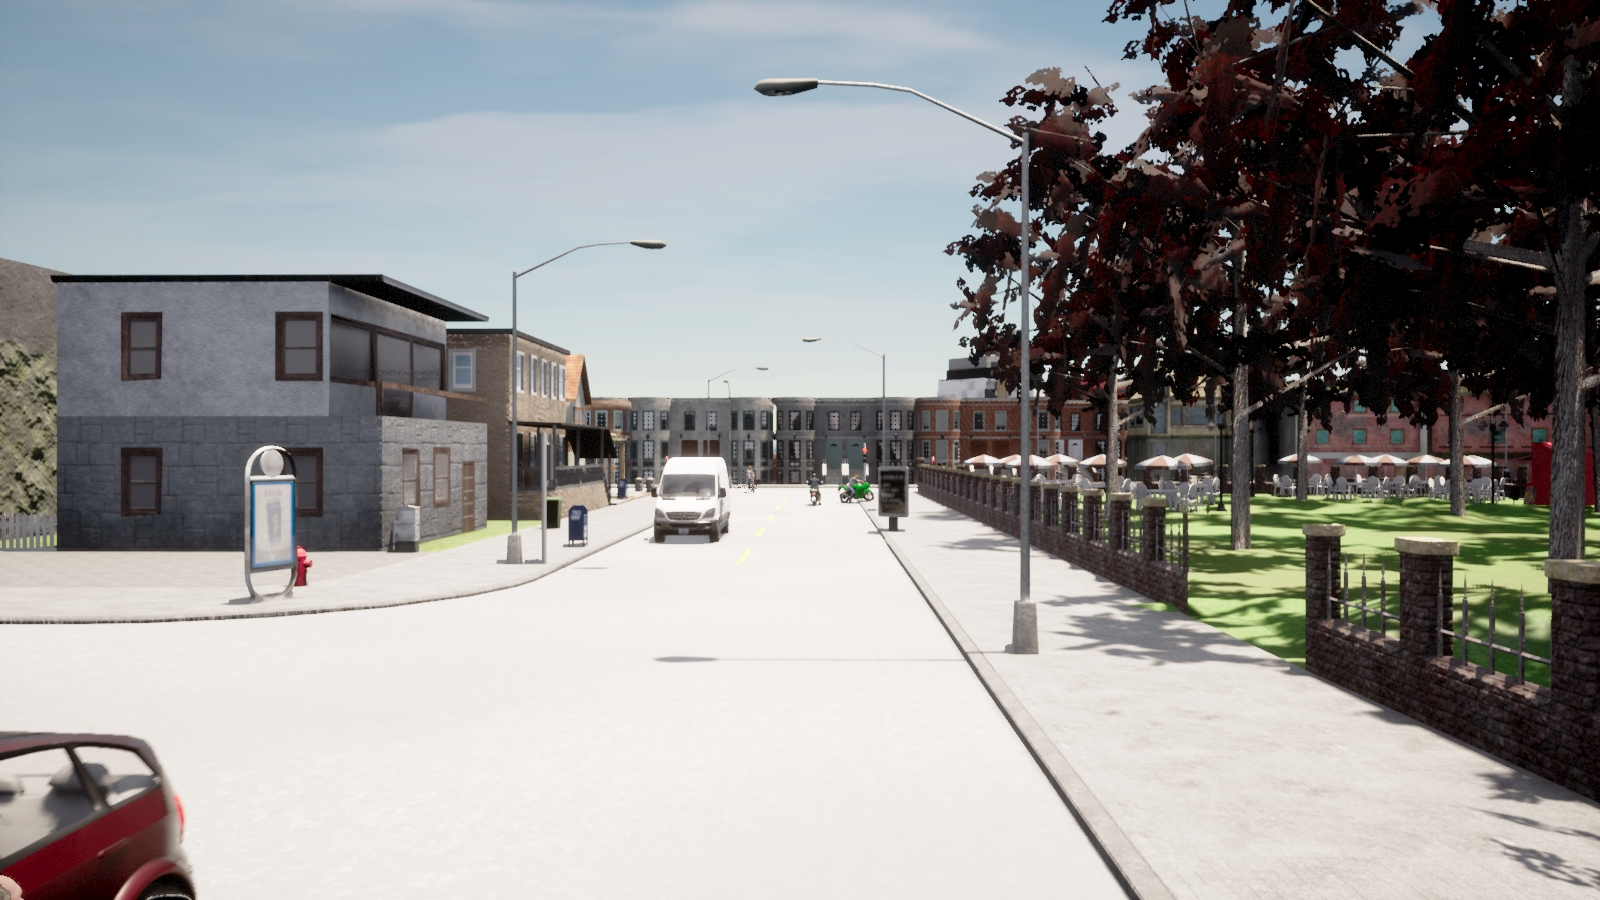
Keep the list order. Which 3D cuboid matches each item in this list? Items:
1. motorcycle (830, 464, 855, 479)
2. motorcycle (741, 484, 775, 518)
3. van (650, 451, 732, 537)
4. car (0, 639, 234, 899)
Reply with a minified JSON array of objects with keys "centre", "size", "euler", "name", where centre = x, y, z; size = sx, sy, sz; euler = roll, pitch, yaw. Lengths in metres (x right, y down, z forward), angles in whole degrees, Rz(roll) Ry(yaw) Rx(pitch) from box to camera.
[{"centre":[3.779,1.934,101.151],"size":[2.033,1.145,0.803],"euler":[-5,-2,27],"name":"motorcycle"},{"centre":[-1.677,1.983,45.065],"size":[0.867,1.251,2.209],"euler":[0,0,-15],"name":"motorcycle"},{"centre":[-3.393,1.314,36.727],"size":[1.988,2.561,5.915],"euler":[0,0,1],"name":"van"},{"centre":[-4.010,1.806,4.381],"size":[1.789,1.549,3.705],"euler":[0,0,1],"name":"car"}]
